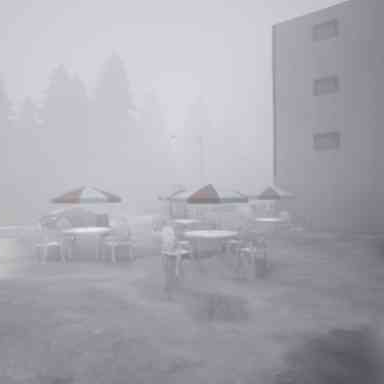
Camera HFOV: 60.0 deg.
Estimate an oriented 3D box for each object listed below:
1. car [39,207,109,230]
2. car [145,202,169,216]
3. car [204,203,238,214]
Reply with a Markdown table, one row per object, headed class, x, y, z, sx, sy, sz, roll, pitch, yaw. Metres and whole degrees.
| class | x | y | z | sx | sy | sz | roll | pitch | yaw |
| --- | --- | --- | --- | --- | --- | --- | --- | --- | --- |
| car | -7.772 | 1.726 | 22.269 | 1.812 | 1.442 | 4.674 | -1 | 0 | 35 |
| car | -2.721 | 1.791 | 36.513 | 2.033 | 1.411 | 5.357 | -1 | 0 | 35 |
| car | 3.296 | 1.747 | 37.725 | 2.033 | 1.411 | 5.357 | -1 | 0 | 35 |
